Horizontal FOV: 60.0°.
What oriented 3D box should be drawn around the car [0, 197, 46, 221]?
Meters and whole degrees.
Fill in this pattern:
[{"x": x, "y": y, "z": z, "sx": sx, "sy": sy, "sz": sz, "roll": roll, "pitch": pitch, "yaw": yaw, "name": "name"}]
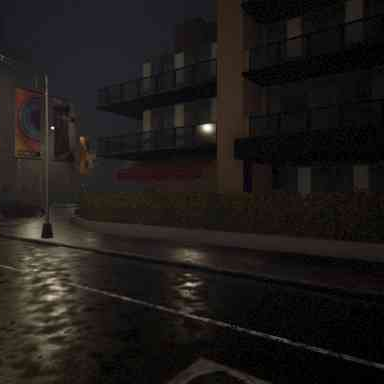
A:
[{"x": -14.586, "y": 1.477, "z": 27.321, "sx": 1.882, "sy": 1.535, "sz": 5.008, "roll": 0, "pitch": 0, "yaw": 35, "name": "car"}]
